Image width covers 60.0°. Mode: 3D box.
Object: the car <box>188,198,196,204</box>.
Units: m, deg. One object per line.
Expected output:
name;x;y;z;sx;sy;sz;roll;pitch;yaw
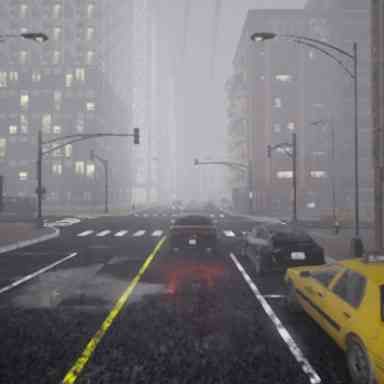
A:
car;0.043;2.300;85.161;2.128;1.511;4.902;0;-1;0

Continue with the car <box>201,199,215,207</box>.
car;2.768;2.154;52.558;1.802;1.307;4.206;0;-1;0

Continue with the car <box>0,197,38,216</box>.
car;-17.677;1.376;32.614;5.009;1.841;2.192;1;-2;0

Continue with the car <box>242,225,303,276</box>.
car;2.697;1.680;10.538;1.947;1.339;4.313;0;-1;0

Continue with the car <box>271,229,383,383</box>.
car;2.695;1.580;5.026;1.752;1.417;4.829;0;-1;0

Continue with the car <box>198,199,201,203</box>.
car;2.724;2.268;65.475;2.008;1.369;4.403;0;-1;0

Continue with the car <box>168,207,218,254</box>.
car;0.090;1.630;14.191;1.882;1.535;5.008;0;0;2

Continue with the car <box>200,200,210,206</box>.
car;2.727;2.332;71.123;2.008;1.369;4.403;0;-1;0

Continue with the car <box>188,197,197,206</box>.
car;0.038;2.344;75.158;1.812;1.442;4.674;0;-1;0

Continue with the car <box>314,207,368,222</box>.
car;14.659;2.186;32.868;4.829;1.417;1.752;1;-2;0

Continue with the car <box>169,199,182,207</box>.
car;-2.973;2.218;67.505;1.882;1.535;5.008;0;-1;0
